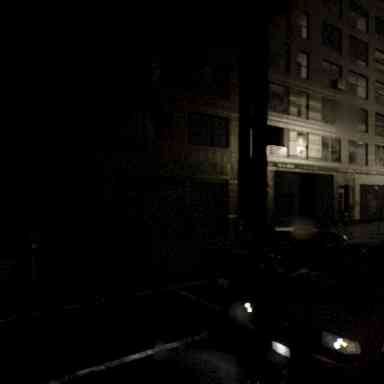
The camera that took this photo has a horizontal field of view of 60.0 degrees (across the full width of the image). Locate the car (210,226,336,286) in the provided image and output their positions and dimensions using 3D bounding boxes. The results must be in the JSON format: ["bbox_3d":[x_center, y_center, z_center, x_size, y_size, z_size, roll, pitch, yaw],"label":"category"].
[{"bbox_3d":[2.458,1.562,8.342,4.313,1.339,1.947,0,1,-35],"label":"car"}]

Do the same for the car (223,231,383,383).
[{"bbox_3d":[3.282,1.544,5.623,5.357,1.411,2.033,0,0,-35],"label":"car"}]
